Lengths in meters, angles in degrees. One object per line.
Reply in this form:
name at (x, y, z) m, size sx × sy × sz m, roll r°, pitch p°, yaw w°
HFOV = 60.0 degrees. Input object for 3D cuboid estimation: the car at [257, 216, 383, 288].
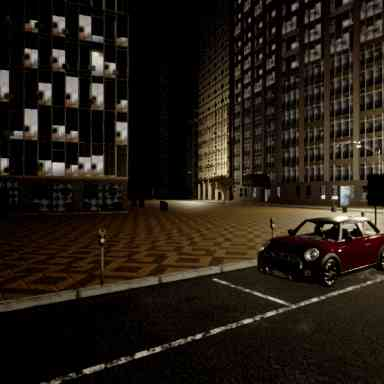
car at (3.691, 1.438, 9.196) m, size 4.097 × 1.590 × 1.967 m, roll 0°, pitch 0°, yaw -36°
